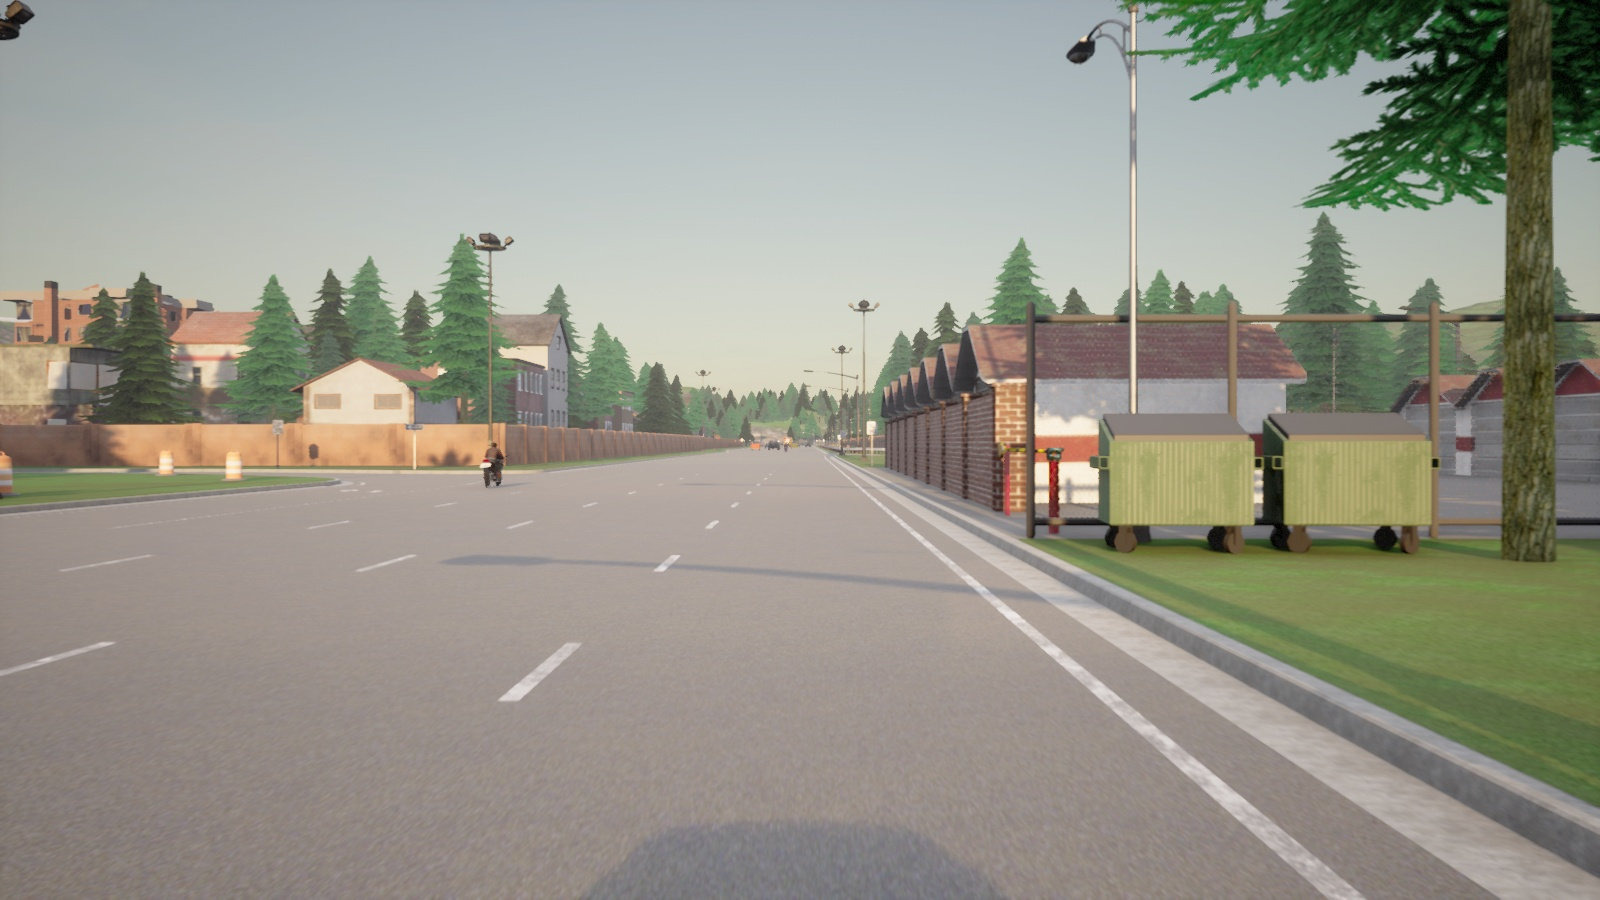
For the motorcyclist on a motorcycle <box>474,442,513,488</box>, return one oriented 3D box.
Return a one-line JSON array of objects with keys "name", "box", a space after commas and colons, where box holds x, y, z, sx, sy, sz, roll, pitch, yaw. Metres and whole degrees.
[{"name": "motorcyclist on a motorcycle", "box": [-10.246, 0.483, 42.059, 0.797, 1.523, 2.044, 0, 0, 0]}]
